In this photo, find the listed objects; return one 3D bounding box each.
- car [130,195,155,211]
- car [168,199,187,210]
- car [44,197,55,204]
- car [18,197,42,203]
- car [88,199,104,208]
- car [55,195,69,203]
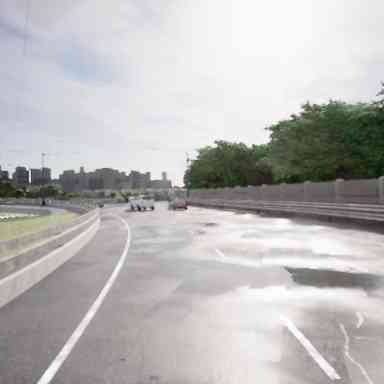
[{"bbox_3d":[-6.694,1.428,45.064,2.150,2.045,5.566,-1,0,-25],"label":"car"},{"bbox_3d":[-2.016,1.714,45.909,1.994,1.385,4.181,-1,0,-15],"label":"car"},{"bbox_3d":[-36.592,2.226,82.503,4.181,1.385,1.994,-1,0,38],"label":"car"},{"bbox_3d":[-38.694,2.232,79.707,5.357,1.411,2.033,-1,0,38],"label":"car"},{"bbox_3d":[-16.016,1.893,54.763,2.033,1.411,5.357,-1,0,-33],"label":"car"},{"bbox_3d":[-33.538,1.867,84.528,5.566,2.045,2.150,-1,0,38],"label":"car"}]
